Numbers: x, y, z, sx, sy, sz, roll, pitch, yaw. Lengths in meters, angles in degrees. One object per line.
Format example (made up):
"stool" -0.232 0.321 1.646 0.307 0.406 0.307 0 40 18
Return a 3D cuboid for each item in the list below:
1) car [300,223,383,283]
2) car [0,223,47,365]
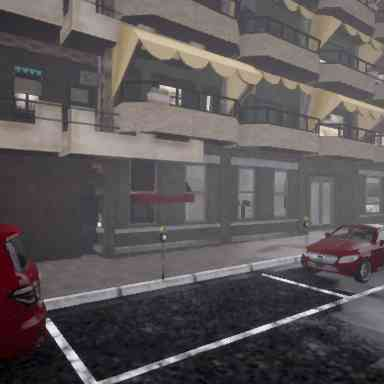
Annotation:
"car" 4.926 1.584 9.604 4.206 1.307 1.802 0 1 -35
"car" -4.086 1.313 3.173 5.009 1.841 2.192 0 1 -35
